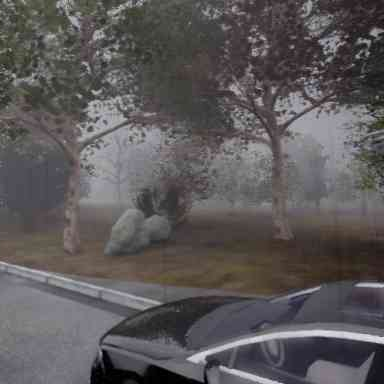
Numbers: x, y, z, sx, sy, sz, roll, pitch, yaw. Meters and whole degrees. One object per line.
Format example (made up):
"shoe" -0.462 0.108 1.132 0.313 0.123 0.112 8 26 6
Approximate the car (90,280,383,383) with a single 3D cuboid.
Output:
"car" 1.267 1.492 2.474 4.902 1.511 2.128 0 0 35
